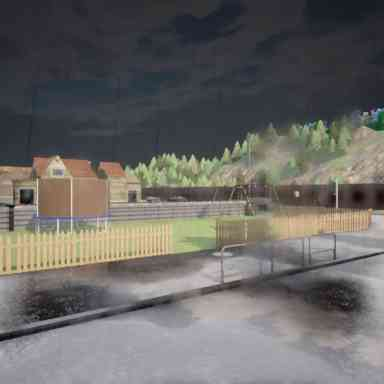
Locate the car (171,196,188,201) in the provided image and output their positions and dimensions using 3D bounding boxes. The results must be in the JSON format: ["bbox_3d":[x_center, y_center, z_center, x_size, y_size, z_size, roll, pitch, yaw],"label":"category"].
[{"bbox_3d":[-2.641,1.504,57.818,1.837,1.490,4.892,0,0,-35],"label":"car"}]

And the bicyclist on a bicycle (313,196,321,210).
[{"bbox_3d":[15.152,1.348,40.287,1.656,1.620,0.582,0,0,-36],"label":"bicyclist on a bicycle"}]

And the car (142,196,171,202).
[{"bbox_3d":[-6.006,1.600,55.490,1.895,1.301,4.718,0,0,-35],"label":"car"}]

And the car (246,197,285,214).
[{"bbox_3d":[7.852,1.351,36.054,2.097,1.767,4.553,0,0,-36],"label":"car"}]
